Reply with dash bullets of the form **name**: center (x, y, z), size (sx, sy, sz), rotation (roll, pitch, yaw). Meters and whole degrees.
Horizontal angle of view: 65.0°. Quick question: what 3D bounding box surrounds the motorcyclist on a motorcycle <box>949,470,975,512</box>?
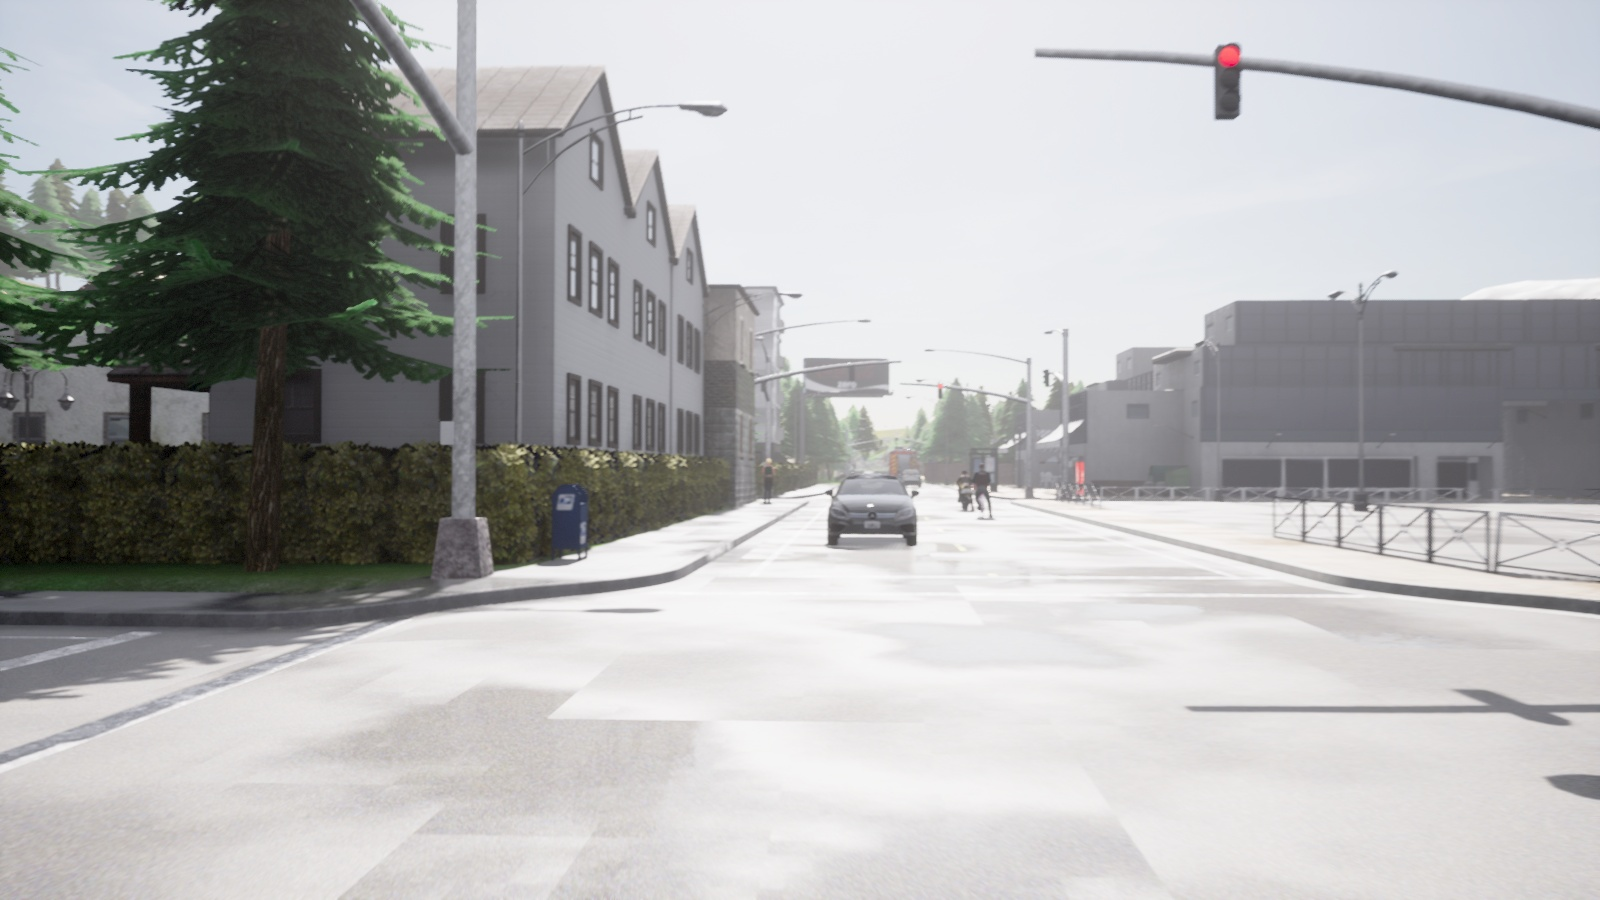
- **motorcyclist on a motorcycle**: center (6.022, 1.517, 46.813), size (0.797, 1.523, 2.044), rotation (0, -1, 3)

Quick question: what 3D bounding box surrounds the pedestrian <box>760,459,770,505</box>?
- **pedestrian**: center (-1.384, 1.283, 50.232), size (0.345, 1.836, 0.594), rotation (0, -1, 3)

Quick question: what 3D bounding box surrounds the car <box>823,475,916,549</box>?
- **car**: center (1.483, 1.265, 26.985), size (1.812, 1.442, 4.674), rotation (0, -1, 3)
